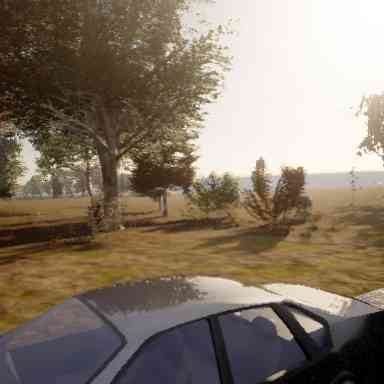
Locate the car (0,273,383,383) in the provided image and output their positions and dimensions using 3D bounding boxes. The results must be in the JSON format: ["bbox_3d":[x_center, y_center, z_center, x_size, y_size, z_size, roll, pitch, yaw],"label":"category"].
[{"bbox_3d":[-0.315,1.536,2.790,5.357,1.411,2.033,0,0,-35],"label":"car"}]
